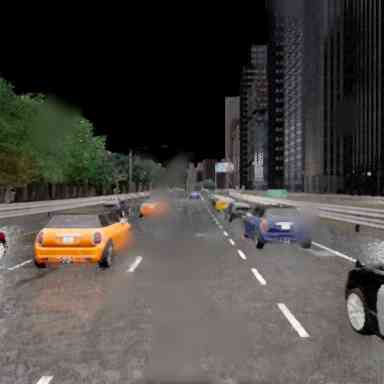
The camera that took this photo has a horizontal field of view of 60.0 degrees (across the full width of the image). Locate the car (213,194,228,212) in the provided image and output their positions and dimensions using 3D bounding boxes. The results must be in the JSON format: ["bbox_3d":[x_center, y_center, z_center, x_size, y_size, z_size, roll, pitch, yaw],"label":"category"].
[{"bbox_3d":[3.651,1.326,36.563,1.882,1.535,5.008,0,1,0],"label":"car"}]

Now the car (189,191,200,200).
[{"bbox_3d":[0.491,0.879,67.660,1.882,1.535,5.008,0,1,1],"label":"car"}]

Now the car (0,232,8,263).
[{"bbox_3d":[-6.888,1.459,8.745,1.882,1.535,5.008,0,0,0],"label":"car"}]

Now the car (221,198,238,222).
[{"bbox_3d":[3.576,1.450,25.600,1.837,1.490,4.892,0,0,0],"label":"car"}]

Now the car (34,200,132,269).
[{"bbox_3d":[-3.381,1.329,11.234,2.097,1.767,4.553,0,0,0],"label":"car"}]

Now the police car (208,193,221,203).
[{"bbox_3d":[3.878,1.039,58.504,2.038,1.542,4.974,0,1,1],"label":"police car"}]

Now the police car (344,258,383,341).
[{"bbox_3d":[3.502,1.417,3.769,1.930,1.638,5.238,0,0,0],"label":"police car"}]

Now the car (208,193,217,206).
[{"bbox_3d":[3.753,1.196,47.564,2.163,1.488,4.792,0,1,1],"label":"car"}]

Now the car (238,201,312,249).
[{"bbox_3d":[3.526,1.323,14.600,2.097,1.767,4.553,0,0,0],"label":"car"}]

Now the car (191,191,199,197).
[{"bbox_3d":[0.809,0.445,88.897,2.128,1.511,4.902,0,1,1],"label":"car"}]

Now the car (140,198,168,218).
[{"bbox_3d":[-3.296,1.274,29.649,2.097,1.767,4.553,0,0,0],"label":"car"}]
